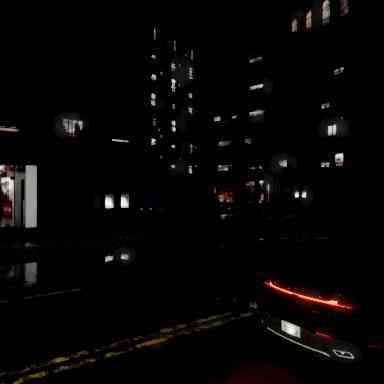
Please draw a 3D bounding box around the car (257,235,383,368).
[{"bbox_3d":[3.260,1.507,5.639,4.892,1.490,1.837,0,0,-35],"label":"car"}]

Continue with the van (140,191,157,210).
[{"bbox_3d":[-4.993,0.817,32.568,3.998,1.788,1.690,1,0,37],"label":"van"}]

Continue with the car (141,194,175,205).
[{"bbox_3d":[-4.345,0.961,42.564,4.206,1.307,1.802,1,0,37],"label":"car"}]

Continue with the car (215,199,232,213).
[{"bbox_3d":[1.447,1.129,30.938,4.674,1.442,1.812,1,1,37],"label":"car"}]

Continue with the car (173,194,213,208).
[{"bbox_3d":[0.069,1.041,39.241,4.403,1.369,2.008,1,0,37],"label":"car"}]

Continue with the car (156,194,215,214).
[{"bbox_3d":[-0.585,1.137,29.243,4.403,1.369,2.008,1,0,37],"label":"car"}]
